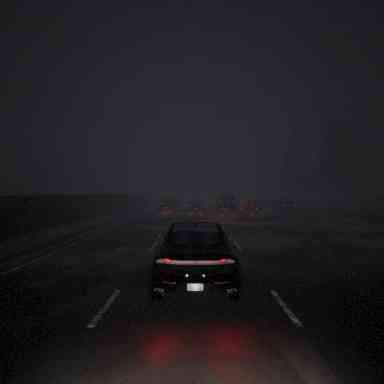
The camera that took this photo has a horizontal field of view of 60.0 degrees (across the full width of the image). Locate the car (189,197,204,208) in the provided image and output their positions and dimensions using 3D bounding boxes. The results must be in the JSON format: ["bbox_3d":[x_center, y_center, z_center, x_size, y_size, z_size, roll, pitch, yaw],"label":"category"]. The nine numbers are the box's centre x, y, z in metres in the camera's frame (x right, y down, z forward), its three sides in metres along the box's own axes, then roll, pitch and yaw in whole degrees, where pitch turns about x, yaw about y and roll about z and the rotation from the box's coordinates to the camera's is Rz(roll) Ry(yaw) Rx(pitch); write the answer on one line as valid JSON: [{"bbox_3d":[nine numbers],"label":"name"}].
[{"bbox_3d":[0.601,1.491,49.409,2.128,1.511,4.902,0,0,1],"label":"car"}]

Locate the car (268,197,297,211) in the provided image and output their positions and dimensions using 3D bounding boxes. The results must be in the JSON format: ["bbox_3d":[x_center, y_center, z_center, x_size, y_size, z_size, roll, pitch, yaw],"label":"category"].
[{"bbox_3d":[10.980,1.547,39.692,2.033,1.411,5.357,0,0,1],"label":"car"}]

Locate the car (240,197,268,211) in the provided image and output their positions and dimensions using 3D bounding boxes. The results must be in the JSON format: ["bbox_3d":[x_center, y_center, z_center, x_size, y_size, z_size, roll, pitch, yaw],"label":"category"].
[{"bbox_3d":[7.491,1.600,40.599,1.895,1.301,4.718,0,0,1],"label":"car"}]

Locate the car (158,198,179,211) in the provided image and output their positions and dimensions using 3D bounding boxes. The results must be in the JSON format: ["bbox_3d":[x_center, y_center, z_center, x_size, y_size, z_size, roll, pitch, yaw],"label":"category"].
[{"bbox_3d":[-3.008,1.504,40.700,1.837,1.490,4.892,0,0,1],"label":"car"}]

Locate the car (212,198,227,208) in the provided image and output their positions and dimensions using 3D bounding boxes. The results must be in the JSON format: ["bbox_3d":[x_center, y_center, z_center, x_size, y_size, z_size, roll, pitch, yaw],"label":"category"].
[{"bbox_3d":[4.101,1.600,49.395,1.895,1.301,4.718,0,0,1],"label":"car"}]

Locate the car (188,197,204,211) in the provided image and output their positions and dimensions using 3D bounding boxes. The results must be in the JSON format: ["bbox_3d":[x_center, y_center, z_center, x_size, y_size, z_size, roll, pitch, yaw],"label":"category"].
[{"bbox_3d":[0.487,1.600,40.269,1.895,1.301,4.718,0,0,1],"label":"car"}]

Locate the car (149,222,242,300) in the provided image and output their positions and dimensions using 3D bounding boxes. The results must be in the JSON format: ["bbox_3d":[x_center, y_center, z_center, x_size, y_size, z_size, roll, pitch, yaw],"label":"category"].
[{"bbox_3d":[0.089,1.492,8.379,2.128,1.511,4.902,0,0,1],"label":"car"}]

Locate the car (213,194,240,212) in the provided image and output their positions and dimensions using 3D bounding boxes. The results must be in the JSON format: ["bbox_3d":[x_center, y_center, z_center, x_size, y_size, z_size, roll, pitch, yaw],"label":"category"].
[{"bbox_3d":[3.981,1.221,39.809,2.150,2.045,5.566,0,0,1],"label":"car"}]
